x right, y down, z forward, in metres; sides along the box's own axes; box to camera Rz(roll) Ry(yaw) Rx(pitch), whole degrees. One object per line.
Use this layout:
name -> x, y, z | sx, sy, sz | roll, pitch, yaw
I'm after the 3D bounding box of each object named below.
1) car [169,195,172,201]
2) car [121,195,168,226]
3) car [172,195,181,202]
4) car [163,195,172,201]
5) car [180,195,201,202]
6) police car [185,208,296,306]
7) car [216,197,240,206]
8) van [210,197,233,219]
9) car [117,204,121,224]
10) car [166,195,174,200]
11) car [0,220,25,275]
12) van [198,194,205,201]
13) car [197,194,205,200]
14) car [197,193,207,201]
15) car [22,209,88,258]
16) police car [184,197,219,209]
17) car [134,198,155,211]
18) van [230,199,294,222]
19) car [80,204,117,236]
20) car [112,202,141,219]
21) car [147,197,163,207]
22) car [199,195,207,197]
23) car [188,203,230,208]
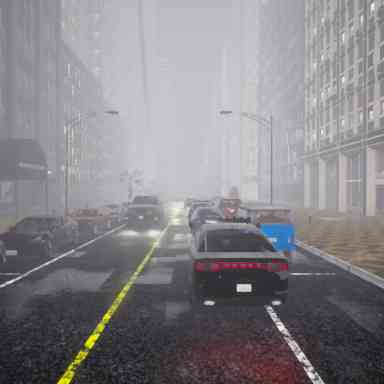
car -> -5.911, 1.422, 69.586 | 1.967, 1.590, 4.097 | -1, 0, 0
car -> -3.171, 1.216, 23.438 | 2.150, 2.045, 5.566 | 0, 0, 0
car -> -3.227, 1.581, 74.878 | 1.895, 1.301, 4.718 | 0, 0, 0
car -> -5.944, 1.504, 80.784 | 1.752, 1.417, 4.829 | -1, 0, 0
car -> -0.126, 1.537, 45.240 | 2.033, 1.411, 5.357 | 0, 0, 0
police car -> 0.875, 1.423, 8.226 | 1.930, 1.638, 5.238 | 0, 0, 0
car -> 2.607, 1.309, 24.143 | 2.192, 1.841, 5.009 | -1, 0, 0
van -> 2.590, 1.334, 29.826 | 1.690, 1.788, 3.998 | -1, 0, 0
car -> -5.772, 1.545, 24.117 | 2.008, 1.369, 4.403 | -1, 0, 0
car -> -5.980, 1.540, 92.321 | 1.947, 1.339, 4.313 | -1, 0, 0
car -> -5.719, 1.549, 7.066 | 2.008, 1.369, 4.403 | -1, 0, 0
van -> 2.416, 1.317, 86.663 | 1.690, 1.788, 3.998 | -1, 0, 0
car -> 2.400, 1.414, 92.346 | 1.967, 1.590, 4.097 | -1, 0, 0
car -> 2.433, 1.293, 80.979 | 2.192, 1.841, 5.009 | -1, 0, 0
car -> -5.736, 1.563, 12.750 | 1.947, 1.339, 4.313 | -1, 0, 0
police car -> 0.693, 1.419, 24.250 | 1.930, 1.638, 5.238 | 0, 0, 1
car -> -5.823, 1.541, 41.168 | 2.008, 1.369, 4.403 | -1, 0, 0
van -> 2.642, 1.338, 12.775 | 1.690, 1.788, 3.998 | -1, 0, 0
car -> -5.754, 1.540, 18.433 | 1.887, 1.381, 4.507 | -1, 0, 0
car -> -5.788, 1.575, 29.801 | 1.802, 1.307, 4.206 | -1, 0, 0
car -> -5.858, 1.538, 52.535 | 2.008, 1.369, 4.403 | -1, 0, 0
car -> 2.523, 1.538, 52.560 | 2.008, 1.369, 4.403 | -1, 0, 0
car -> 0.845, 1.522, 18.117 | 1.812, 1.442, 4.674 | 0, 0, 0
